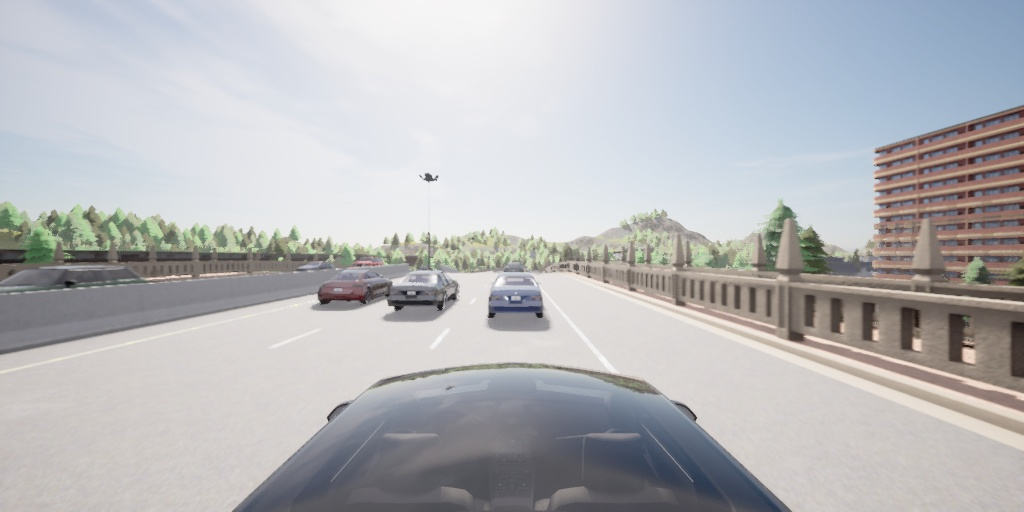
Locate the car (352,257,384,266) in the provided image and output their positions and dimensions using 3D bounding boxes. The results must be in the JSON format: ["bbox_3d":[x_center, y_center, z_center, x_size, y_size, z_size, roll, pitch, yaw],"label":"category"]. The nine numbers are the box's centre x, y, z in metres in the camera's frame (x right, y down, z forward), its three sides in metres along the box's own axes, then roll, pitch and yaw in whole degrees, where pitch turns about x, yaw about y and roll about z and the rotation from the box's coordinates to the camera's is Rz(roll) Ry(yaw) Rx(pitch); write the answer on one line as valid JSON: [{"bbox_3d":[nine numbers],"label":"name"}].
[{"bbox_3d":[-17.470,1.103,43.767,2.150,2.045,5.566,0,-2,1],"label":"car"}]

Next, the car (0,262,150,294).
[{"bbox_3d":[-14.086,1.096,11.083,2.097,1.767,4.553,0,0,0],"label":"car"}]

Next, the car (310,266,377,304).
[{"bbox_3d":[-6.881,1.311,16.192,1.994,1.385,4.181,0,0,0],"label":"car"}]

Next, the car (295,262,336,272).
[{"bbox_3d":[-20.990,1.313,38.810,2.033,1.411,5.357,0,-1,1],"label":"car"}]

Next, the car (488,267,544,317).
[{"bbox_3d":[0.114,1.298,13.147,2.033,1.411,5.357,0,0,0],"label":"car"}]

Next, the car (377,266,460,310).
[{"bbox_3d":[-3.385,1.296,14.563,2.033,1.411,5.357,0,0,0],"label":"car"}]

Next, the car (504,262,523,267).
[{"bbox_3d":[0.143,1.317,35.365,1.994,1.385,4.181,0,0,0],"label":"car"}]
